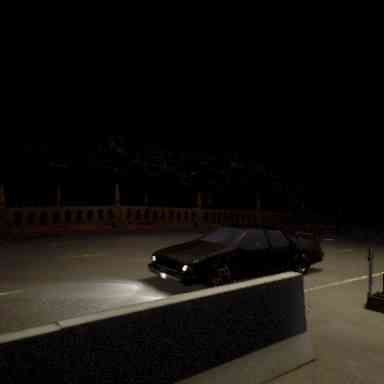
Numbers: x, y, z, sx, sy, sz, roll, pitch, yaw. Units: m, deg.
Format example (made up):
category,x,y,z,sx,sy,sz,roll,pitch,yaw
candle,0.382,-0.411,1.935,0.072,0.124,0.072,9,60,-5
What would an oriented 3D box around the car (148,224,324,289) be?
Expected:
category,x,y,z,sx,sy,sz,roll,pitch,yaw
car,1.507,1.648,9.367,5.357,1.411,2.033,2,-1,-35
